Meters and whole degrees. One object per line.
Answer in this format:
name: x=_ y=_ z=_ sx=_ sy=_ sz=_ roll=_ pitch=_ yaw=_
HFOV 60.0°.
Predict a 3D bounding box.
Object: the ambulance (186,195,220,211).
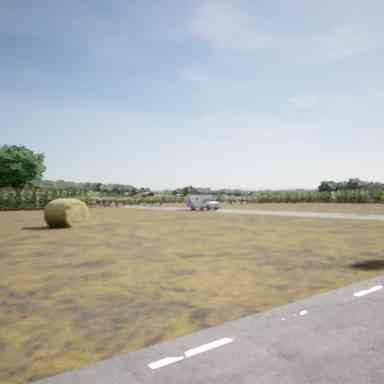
ambulance: x=1.748 y=1.683 z=52.637 sx=2.351 sy=2.431 sz=6.366 roll=0 pitch=-1 yaw=-35
